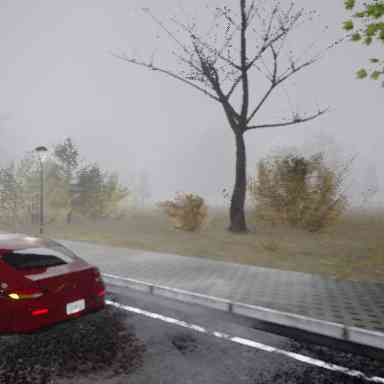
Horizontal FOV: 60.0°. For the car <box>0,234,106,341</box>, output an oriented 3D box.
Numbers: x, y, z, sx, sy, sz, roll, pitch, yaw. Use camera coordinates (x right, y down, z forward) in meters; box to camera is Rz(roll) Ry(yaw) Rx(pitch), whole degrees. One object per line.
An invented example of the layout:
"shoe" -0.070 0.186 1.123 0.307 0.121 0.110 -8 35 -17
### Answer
"car" -3.589 1.526 6.246 4.674 1.442 1.812 0 0 36
